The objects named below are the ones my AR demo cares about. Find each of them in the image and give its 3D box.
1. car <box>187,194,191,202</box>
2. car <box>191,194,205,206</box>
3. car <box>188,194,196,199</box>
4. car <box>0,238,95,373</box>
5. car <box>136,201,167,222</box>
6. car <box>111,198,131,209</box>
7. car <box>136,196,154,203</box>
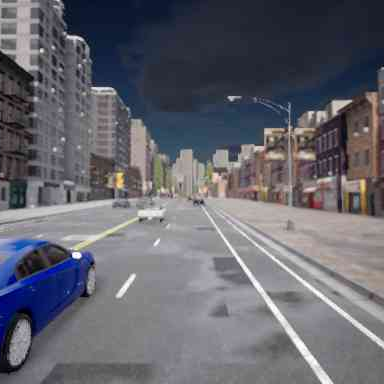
[{"bbox_3d":[0.005,1.217,74.138,2.097,1.767,4.553,0,0,0],"label":"car"},{"bbox_3d":[1.141,1.504,55.427,1.882,1.535,5.008,0,0,0],"label":"car"},{"bbox_3d":[0.006,1.295,93.632,1.994,1.385,4.181,0,0,0],"label":"car"},{"bbox_3d":[-3.151,1.535,5.732,1.882,1.535,5.008,0,0,0],"label":"car"},{"bbox_3d":[-3.149,1.690,27.316,1.895,1.301,4.718,0,0,0],"label":"car"},{"bbox_3d":[-9.818,1.598,46.702,2.033,1.411,5.357,0,0,0],"label":"car"},{"bbox_3d":[-6.567,1.402,46.940,2.097,1.767,4.553,0,0,0],"label":"car"}]
